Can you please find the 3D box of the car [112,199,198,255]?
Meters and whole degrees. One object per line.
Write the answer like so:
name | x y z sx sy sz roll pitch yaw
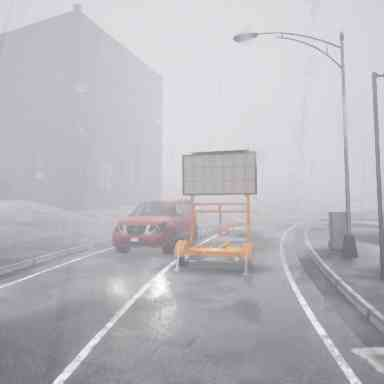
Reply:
car | -1.301 1.324 14.215 2.150 2.045 5.566 -1 -1 15

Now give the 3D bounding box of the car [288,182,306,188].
car | 22.956 -1.442 76.236 4.553 1.767 2.185 2 -5 -27

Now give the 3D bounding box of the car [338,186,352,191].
car | 37.436 -0.646 84.451 4.892 1.521 2.231 3 -5 -31

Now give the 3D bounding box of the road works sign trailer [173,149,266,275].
road works sign trailer | 0.920 0.493 10.681 2.380 3.560 2.880 -1 0 18

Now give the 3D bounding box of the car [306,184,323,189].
car | 27.987 -1.066 78.952 4.792 1.488 2.163 2 -5 -28

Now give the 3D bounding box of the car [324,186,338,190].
car | 32.784 -0.834 81.674 4.674 1.452 2.002 3 -5 -30

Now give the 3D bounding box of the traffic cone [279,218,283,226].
traffic cone | 6.102 2.049 22.734 0.340 0.580 0.340 -2 -1 17

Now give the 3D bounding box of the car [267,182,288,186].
car | 18.043 -1.521 73.708 5.008 1.535 2.097 2 -5 -26

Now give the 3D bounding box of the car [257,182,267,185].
car | 13.055 -1.678 71.281 4.674 1.452 2.002 2 -5 -25

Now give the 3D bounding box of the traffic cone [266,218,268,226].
traffic cone | 5.147 2.081 23.020 0.340 0.580 0.340 -2 -1 17

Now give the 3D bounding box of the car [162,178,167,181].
car | -7.065 -2.465 62.396 4.553 1.767 2.185 2 -5 -24
